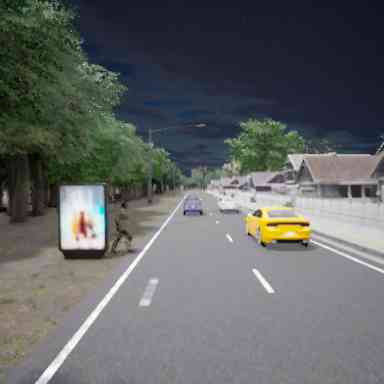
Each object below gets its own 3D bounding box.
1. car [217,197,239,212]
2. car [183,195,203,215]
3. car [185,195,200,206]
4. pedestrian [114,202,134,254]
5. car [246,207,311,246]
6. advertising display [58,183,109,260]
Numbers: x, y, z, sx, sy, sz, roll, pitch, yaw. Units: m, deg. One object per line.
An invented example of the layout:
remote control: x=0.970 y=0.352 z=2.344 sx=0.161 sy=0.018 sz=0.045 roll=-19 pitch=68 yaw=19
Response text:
car: x=3.595 y=1.255 z=33.653 sx=1.812 sy=1.442 sz=4.674 roll=0 pitch=1 yaw=0
car: x=0.087 y=1.303 z=31.096 sx=2.033 sy=1.411 sz=5.357 roll=0 pitch=1 yaw=0
car: x=0.048 y=1.151 z=45.843 sx=1.994 sy=1.385 sz=4.181 roll=0 pitch=1 yaw=1
pedestrian: x=-2.342 y=1.216 z=11.477 sx=0.375 sy=1.860 sz=0.375 roll=1 pitch=1 yaw=10
car: x=3.598 y=1.376 z=14.658 sx=1.882 sy=1.535 sz=5.008 roll=0 pitch=0 yaw=0
advertising display: x=-3.512 y=0.951 z=10.790 sx=1.540 sy=2.440 sz=0.280 roll=-1 pitch=1 yaw=0
